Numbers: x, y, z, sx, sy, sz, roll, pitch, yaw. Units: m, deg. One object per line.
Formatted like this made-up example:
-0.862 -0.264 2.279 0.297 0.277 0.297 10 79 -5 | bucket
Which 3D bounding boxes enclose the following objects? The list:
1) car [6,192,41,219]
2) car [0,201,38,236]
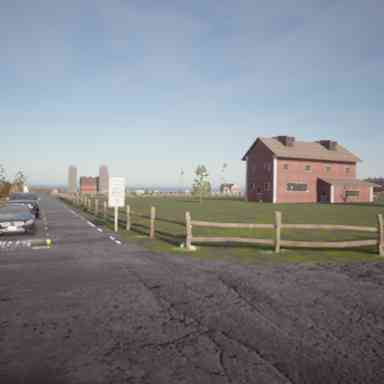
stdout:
-13.512 1.019 26.816 2.150 2.045 5.566 1 0 -25 | car
-9.151 1.383 17.294 1.812 1.442 4.674 1 0 -25 | car
